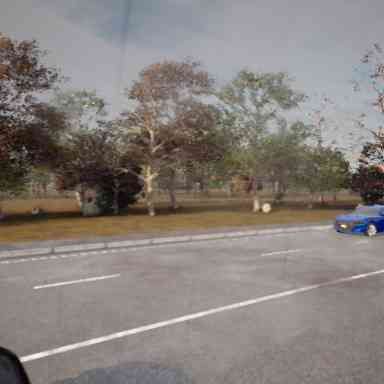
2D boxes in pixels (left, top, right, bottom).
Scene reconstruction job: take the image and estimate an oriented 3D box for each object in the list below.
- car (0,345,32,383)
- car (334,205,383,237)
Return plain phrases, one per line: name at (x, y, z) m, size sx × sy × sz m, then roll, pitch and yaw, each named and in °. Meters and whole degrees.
car at (-2.916, 1.553, 1.542) m, size 4.181 × 1.385 × 1.994 m, roll 0°, pitch 0°, yaw -36°
car at (9.882, 1.457, 18.013) m, size 5.008 × 1.535 × 1.882 m, roll 0°, pitch 0°, yaw -28°
